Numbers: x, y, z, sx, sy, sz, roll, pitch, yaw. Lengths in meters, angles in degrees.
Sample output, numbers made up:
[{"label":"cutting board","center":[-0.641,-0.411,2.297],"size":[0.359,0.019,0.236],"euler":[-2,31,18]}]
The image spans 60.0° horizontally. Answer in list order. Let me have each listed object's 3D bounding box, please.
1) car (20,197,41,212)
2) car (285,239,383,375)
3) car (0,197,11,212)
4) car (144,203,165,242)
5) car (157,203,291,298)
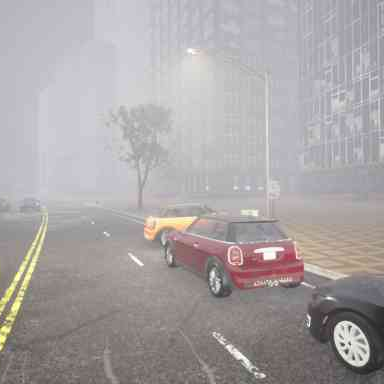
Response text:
[{"label":"car","center":[-19.109,1.392,39.331],"size":[2.097,1.767,4.553],"euler":[0,0,-24]},{"label":"car","center":[3.584,1.505,3.473],"size":[1.837,1.490,4.892],"euler":[0,0,-36]},{"label":"car","center":[-22.069,1.389,37.989],"size":[2.097,1.767,4.553],"euler":[0,0,-24]},{"label":"car","center":[0.222,1.277,14.638],"size":[4.553,1.767,2.097],"euler":[-3,1,-18]},{"label":"car","center":[0.812,1.355,8.925],"size":[2.097,1.767,4.553],"euler":[0,0,-23]}]
